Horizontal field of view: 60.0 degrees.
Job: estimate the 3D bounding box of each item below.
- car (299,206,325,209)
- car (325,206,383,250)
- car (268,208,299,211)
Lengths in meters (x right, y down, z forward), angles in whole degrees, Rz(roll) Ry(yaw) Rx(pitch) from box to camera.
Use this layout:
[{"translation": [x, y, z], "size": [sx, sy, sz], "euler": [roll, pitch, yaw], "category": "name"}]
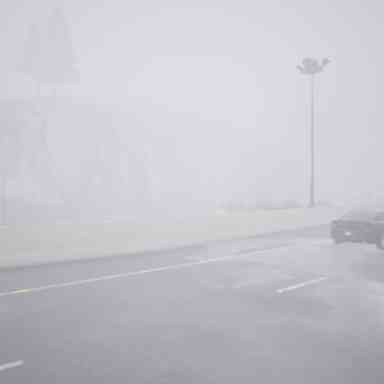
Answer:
[{"translation": [12.941, 1.546, 33.395], "size": [4.181, 1.385, 1.994], "euler": [0, 0, -44], "category": "car"}, {"translation": [7.974, 1.467, 14.516], "size": [5.008, 1.535, 1.882], "euler": [0, 0, -40], "category": "car"}, {"translation": [9.853, 1.534, 35.226], "size": [5.357, 1.411, 2.033], "euler": [0, 0, -44], "category": "car"}]
